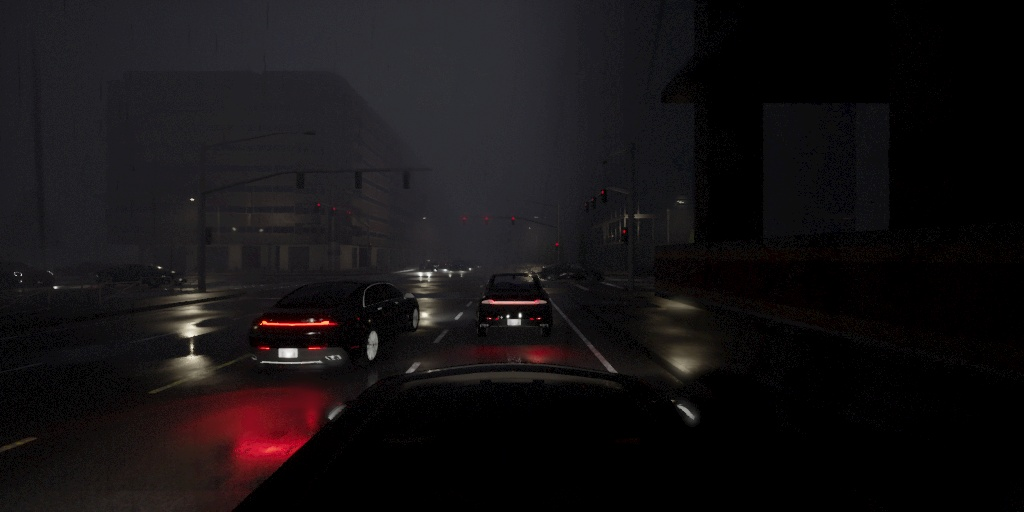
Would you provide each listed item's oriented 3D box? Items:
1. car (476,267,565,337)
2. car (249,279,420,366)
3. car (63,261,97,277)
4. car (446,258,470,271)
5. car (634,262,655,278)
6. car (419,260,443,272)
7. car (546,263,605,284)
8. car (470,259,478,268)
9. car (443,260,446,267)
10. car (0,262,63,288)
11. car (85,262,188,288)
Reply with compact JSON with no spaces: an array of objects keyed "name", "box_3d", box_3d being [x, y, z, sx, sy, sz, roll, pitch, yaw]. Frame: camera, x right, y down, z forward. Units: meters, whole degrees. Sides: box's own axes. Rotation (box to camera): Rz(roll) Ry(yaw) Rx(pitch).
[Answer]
[{"name":"car","box_3d":[0.059,1.242,10.297,2.128,1.511,4.902,0,0,0]},{"name":"car","box_3d":[-3.451,1.255,7.977,1.837,1.490,4.892,0,0,0]},{"name":"car","box_3d":[-40.682,1.283,34.379,5.008,1.535,1.882,0,0,0]},{"name":"car","box_3d":[-7.486,1.228,50.337,1.882,1.535,5.008,0,0,0]},{"name":"car","box_3d":[13.949,1.297,34.287,4.902,1.511,2.128,0,0,0]},{"name":"car","box_3d":[-10.980,1.241,47.566,2.128,1.511,4.902,0,0,0]},{"name":"car","box_3d":[4.569,1.284,27.417,4.902,1.511,2.128,1,1,12]},{"name":"car","box_3d":[-7.405,1.314,60.354,1.994,1.385,4.181,0,0,1]},{"name":"car","box_3d":[-10.941,1.351,57.549,1.895,1.301,4.718,0,0,1]},{"name":"car","box_3d":[-33.393,1.157,23.673,4.553,1.767,2.097,0,0,0]},{"name":"car","box_3d":[-24.326,1.297,23.655,4.902,1.511,2.128,0,0,0]}]
